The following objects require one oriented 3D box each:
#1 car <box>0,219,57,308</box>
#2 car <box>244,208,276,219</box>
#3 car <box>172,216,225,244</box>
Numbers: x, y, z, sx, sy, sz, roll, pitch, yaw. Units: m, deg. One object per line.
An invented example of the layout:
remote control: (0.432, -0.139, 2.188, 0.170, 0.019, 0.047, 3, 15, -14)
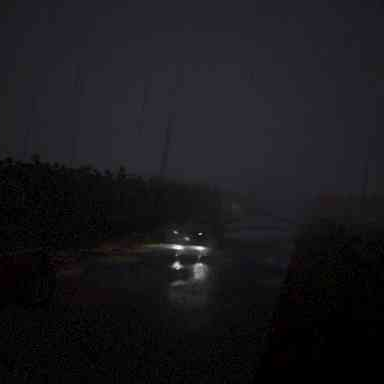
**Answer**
car: (-4.763, 1.424, 5.859, 2.097, 1.767, 4.553, 0, -2, 27)
car: (9.313, 2.910, 46.182, 2.033, 1.411, 5.357, 2, -1, -25)
car: (0.617, 2.150, 19.853, 2.033, 1.411, 5.357, 1, -2, 19)
